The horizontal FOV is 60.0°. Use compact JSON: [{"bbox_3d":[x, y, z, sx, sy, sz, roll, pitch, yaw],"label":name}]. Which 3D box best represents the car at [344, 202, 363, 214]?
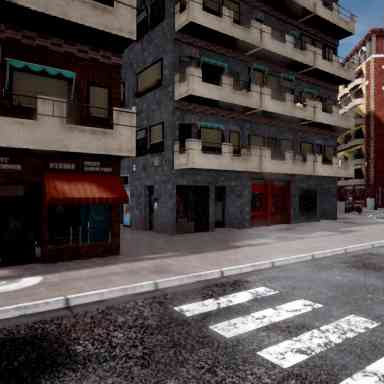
[{"bbox_3d":[17.813,1.790,38.250,1.895,1.301,4.718,0,0,5],"label":"car"}]
